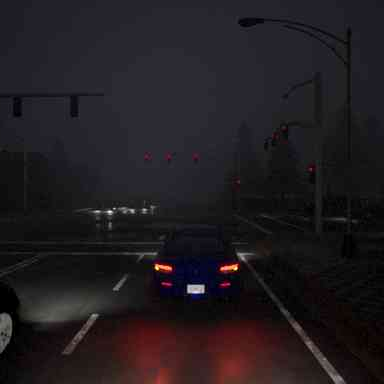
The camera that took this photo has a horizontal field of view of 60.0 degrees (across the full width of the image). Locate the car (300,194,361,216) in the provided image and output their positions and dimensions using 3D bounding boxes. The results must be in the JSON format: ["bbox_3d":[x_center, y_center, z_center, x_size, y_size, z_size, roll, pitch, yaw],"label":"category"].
[{"bbox_3d":[13.063,1.222,31.118,5.566,2.045,2.150,0,0,0],"label":"car"}]

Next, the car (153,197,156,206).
[{"bbox_3d":[-7.133,1.504,55.519,1.837,1.490,4.892,0,0,0],"label":"car"}]

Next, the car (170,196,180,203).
[{"bbox_3d":[-3.479,1.477,69.609,1.882,1.535,5.008,0,0,0],"label":"car"}]

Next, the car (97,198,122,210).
[{"bbox_3d":[-10.643,1.526,42.306,1.812,1.442,4.674,0,0,0],"label":"car"}]

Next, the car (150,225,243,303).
[{"bbox_3d":[0.131,1.526,8.100,1.812,1.442,4.674,0,0,2],"label":"car"}]

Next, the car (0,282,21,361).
[{"bbox_3d":[-3.442,1.505,2.966,1.837,1.490,4.892,0,0,0],"label":"car"}]

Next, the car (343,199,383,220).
[{"bbox_3d":[15.885,1.547,27.619,5.357,1.411,2.033,0,0,0],"label":"car"}]

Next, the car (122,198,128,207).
[{"bbox_3d":[-10.646,1.601,51.404,1.895,1.301,4.718,0,0,0],"label":"car"}]

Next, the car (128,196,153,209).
[{"bbox_3d":[-7.147,1.352,46.365,2.097,1.767,4.553,0,0,0],"label":"car"}]
